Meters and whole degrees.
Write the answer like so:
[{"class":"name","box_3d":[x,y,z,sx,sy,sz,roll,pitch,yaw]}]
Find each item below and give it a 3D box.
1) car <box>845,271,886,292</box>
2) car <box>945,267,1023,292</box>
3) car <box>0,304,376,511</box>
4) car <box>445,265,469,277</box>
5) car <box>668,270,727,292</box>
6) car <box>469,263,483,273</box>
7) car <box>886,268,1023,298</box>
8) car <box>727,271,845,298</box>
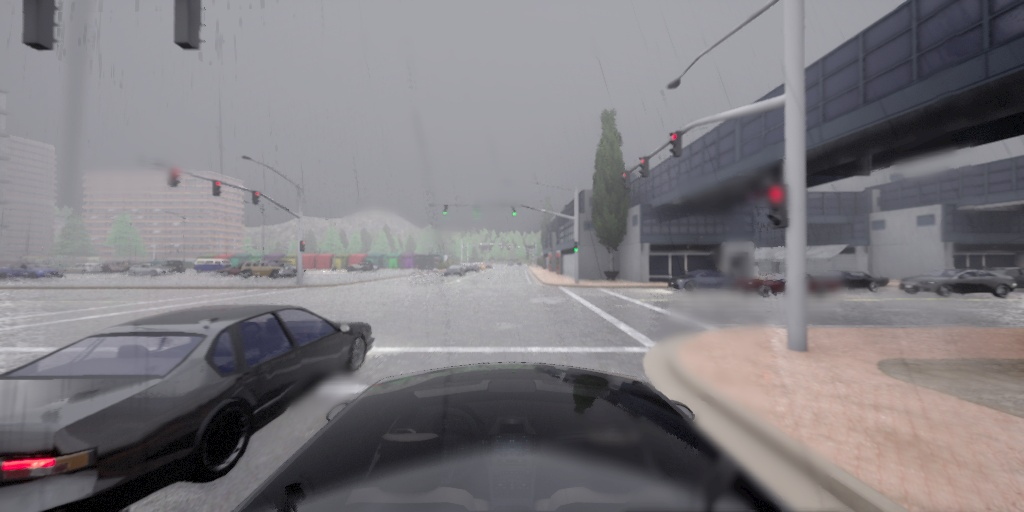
[{"class":"car","box_3d":[21.100,1.603,23.074,4.718,1.301,1.895,0,-1,0]},{"class":"car","box_3d":[31.389,1.500,23.000,4.892,1.490,1.837,0,-1,0]},{"class":"car","box_3d":[-3.534,1.335,4.595,2.033,1.411,5.357,0,-1,-2]},{"class":"car","box_3d":[-6.952,1.804,44.297,1.812,1.442,4.674,0,0,2]},{"class":"car","box_3d":[12.339,1.571,23.131,4.181,1.385,1.994,0,-1,0]},{"class":"car","box_3d":[-6.442,2.006,58.963,2.033,1.411,5.357,0,-1,2]},{"class":"car","box_3d":[24.147,1.448,19.554,4.902,1.511,2.128,0,-1,0]},{"class":"car","box_3d":[14.818,1.563,19.615,4.718,1.301,1.895,0,-1,0]}]
